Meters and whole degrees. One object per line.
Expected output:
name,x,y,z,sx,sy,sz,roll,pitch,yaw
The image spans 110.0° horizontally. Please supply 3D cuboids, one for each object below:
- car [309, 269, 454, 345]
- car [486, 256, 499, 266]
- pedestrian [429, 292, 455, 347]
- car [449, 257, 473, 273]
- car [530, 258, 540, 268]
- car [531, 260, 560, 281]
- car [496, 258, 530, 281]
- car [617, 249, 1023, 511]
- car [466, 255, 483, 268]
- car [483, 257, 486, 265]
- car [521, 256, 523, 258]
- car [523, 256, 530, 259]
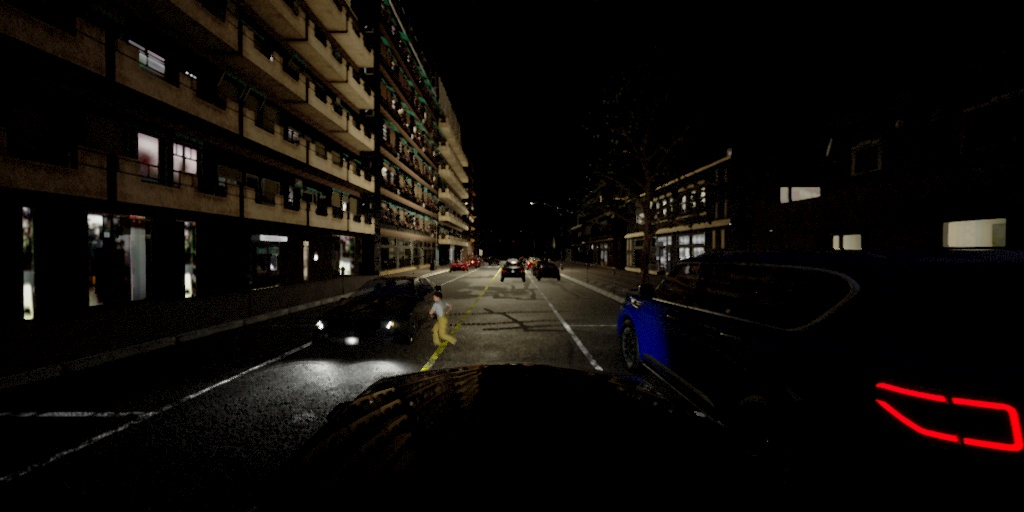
car,-3.098,1.243,9.599,2.033,1.411,5.357,0,0,0
car,-3.002,0.903,60.076,1.837,1.490,4.892,0,0,1
pedestrian,-1.470,1.284,7.533,0.375,1.300,0.375,0,1,0
car,-5.675,1.096,38.823,1.802,1.307,4.207,0,0,0
car,2.703,1.113,33.120,1.948,1.339,4.313,0,0,0
car,2.701,1.163,27.423,1.802,1.307,4.207,0,0,0
car,0.088,1.126,27.871,2.033,1.411,5.357,0,0,0
car,3.001,0.957,4.276,2.150,2.045,5.566,0,0,0
car,-5.670,0.764,50.216,2.192,1.841,5.009,0,0,0
car,-5.668,0.858,55.913,1.967,1.591,4.097,0,0,0
car,0.097,1.022,45.730,2.033,1.411,5.357,0,0,0
car,2.707,0.921,44.512,1.967,1.591,4.097,0,0,0
